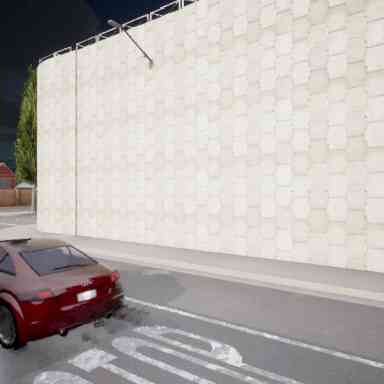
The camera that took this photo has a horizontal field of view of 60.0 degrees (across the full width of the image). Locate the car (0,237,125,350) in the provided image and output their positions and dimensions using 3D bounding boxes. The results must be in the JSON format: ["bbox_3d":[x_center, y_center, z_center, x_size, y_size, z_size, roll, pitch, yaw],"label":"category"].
[{"bbox_3d":[-3.247,1.564,6.295,4.181,1.385,1.994,0,0,36],"label":"car"}]
